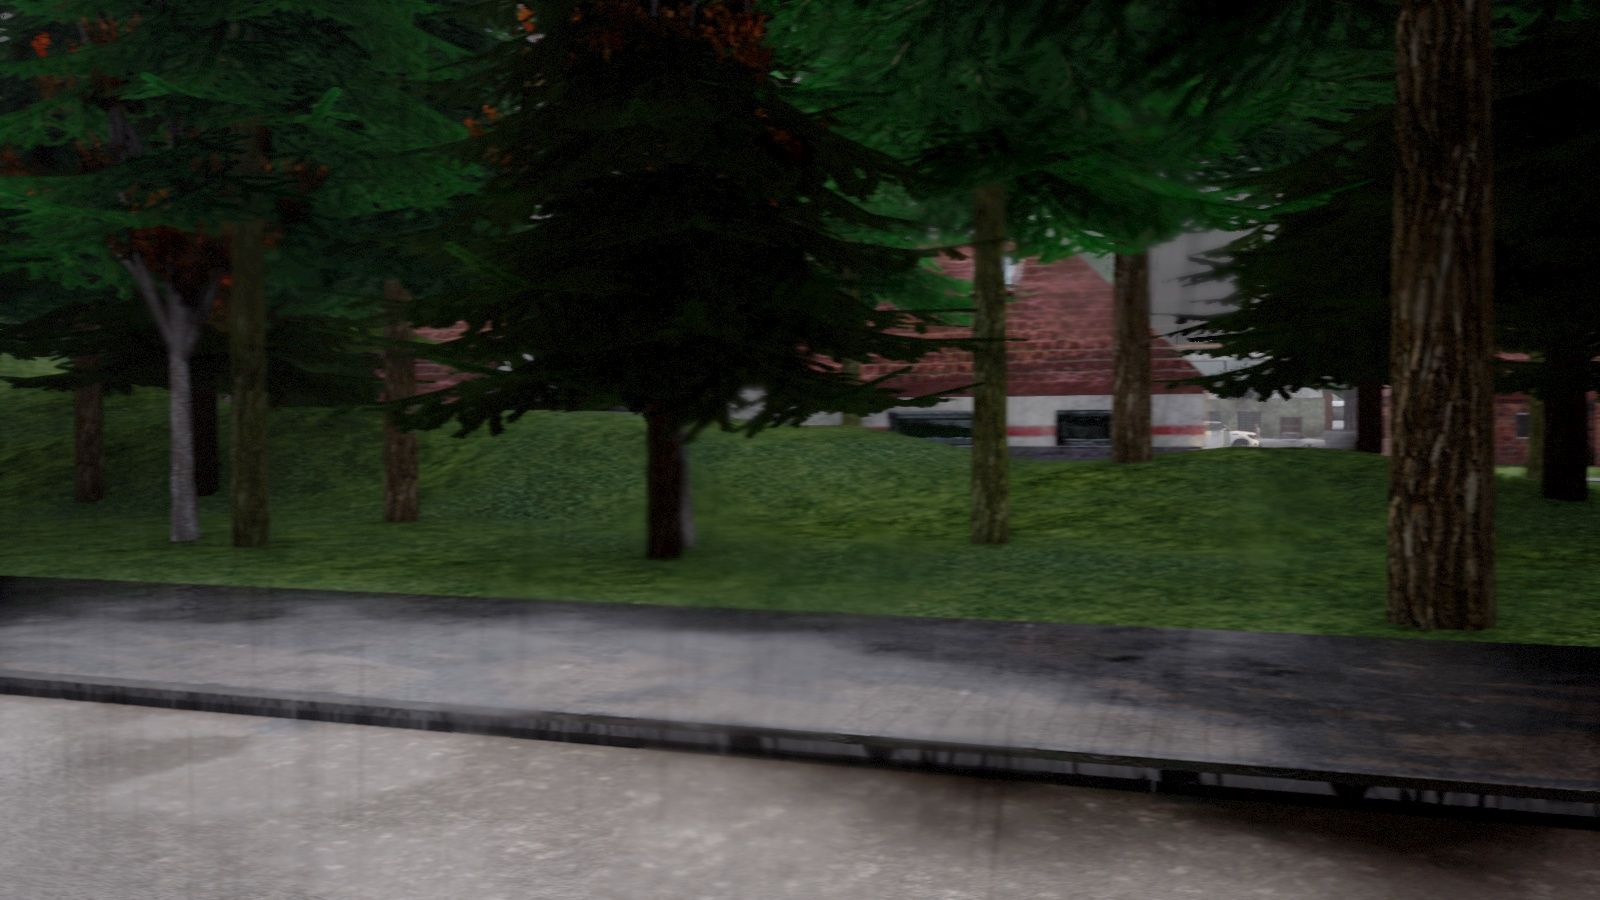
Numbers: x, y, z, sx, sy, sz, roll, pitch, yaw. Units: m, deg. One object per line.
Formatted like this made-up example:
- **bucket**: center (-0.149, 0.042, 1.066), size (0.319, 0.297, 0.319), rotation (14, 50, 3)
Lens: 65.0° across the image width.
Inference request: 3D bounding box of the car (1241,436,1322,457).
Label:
- **car**: center (30.668, -0.239, 80.098), size (4.718, 1.301, 1.895), rotation (1, 1, 19)

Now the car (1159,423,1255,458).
- **car**: center (25.160, -0.605, 77.721), size (5.566, 2.045, 2.150), rotation (1, 1, 18)
